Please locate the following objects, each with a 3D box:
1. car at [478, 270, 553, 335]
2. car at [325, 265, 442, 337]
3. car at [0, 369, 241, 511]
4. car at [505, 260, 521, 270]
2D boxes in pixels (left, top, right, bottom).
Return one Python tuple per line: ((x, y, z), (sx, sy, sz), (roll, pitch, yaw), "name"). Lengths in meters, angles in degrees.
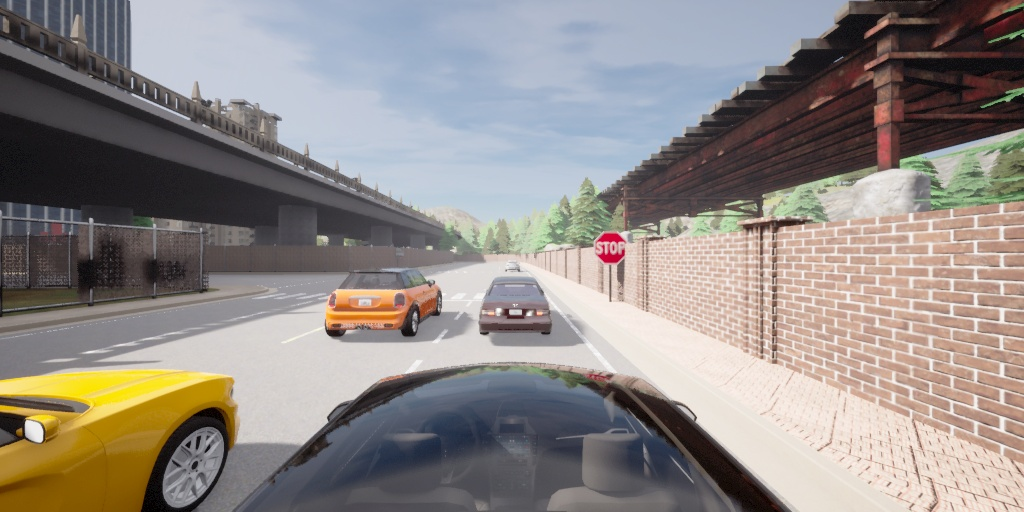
((0.078, 1.297, 10.485), (2.033, 1.411, 5.357), (0, 0, 0), "car")
((-3.423, 1.102, 10.463), (2.097, 1.767, 4.553), (0, 0, 0), "car")
((-3.398, 1.228, 1.205), (1.882, 1.535, 5.008), (0, 0, 0), "car")
((0.067, 1.276, 46.348), (1.812, 1.442, 4.674), (0, 0, -1), "car")
